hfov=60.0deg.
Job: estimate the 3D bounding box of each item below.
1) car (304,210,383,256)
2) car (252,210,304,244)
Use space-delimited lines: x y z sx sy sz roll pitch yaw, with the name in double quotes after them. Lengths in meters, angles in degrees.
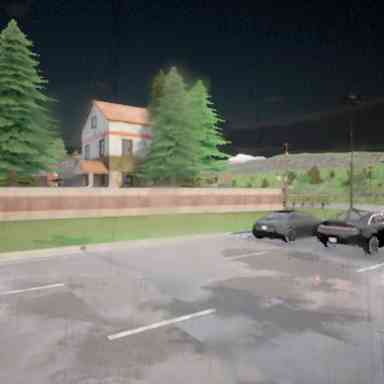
6.930 1.464 13.059 4.902 1.511 2.128 0 0 -35 "car"
4.844 1.537 15.870 4.181 1.385 1.994 0 0 -35 "car"
